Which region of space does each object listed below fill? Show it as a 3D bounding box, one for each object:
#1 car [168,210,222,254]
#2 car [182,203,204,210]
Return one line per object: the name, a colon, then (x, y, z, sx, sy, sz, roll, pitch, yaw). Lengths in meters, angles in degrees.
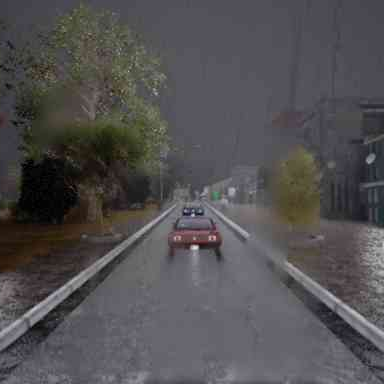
car: (0.096, 1.628, 13.667, 1.895, 1.301, 4.718, 0, 0, 0)
car: (0.096, 1.645, 29.981, 1.895, 1.301, 4.718, 0, -1, 0)
